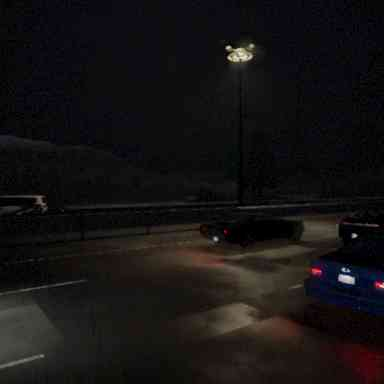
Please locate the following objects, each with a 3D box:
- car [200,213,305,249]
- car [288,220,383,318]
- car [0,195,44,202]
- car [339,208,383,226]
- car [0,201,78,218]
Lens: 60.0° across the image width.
[{"bbox_3d":[2.738,1.537,14.296,4.718,1.301,1.895,0,0,-35],"label":"car"},{"bbox_3d":[4.646,1.500,7.059,5.357,1.411,2.033,0,0,-35],"label":"car"},{"bbox_3d":[-12.100,1.213,21.050,5.566,2.045,2.150,0,0,-35],"label":"car"},{"bbox_3d":[8.037,1.404,13.774,4.902,1.511,2.128,0,0,-35],"label":"car"},{"bbox_3d":[-8.962,1.483,18.972,4.902,1.511,2.128,0,0,-35],"label":"car"}]
